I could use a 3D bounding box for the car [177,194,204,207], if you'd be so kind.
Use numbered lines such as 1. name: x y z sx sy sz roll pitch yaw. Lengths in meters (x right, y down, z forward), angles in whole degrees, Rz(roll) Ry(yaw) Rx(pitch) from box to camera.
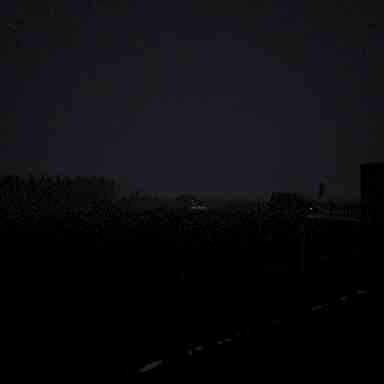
1. car: -0.260 1.118 47.098 2.097 1.767 4.553 -1 1 -35

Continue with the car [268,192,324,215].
1. car: 10.053 1.038 32.600 2.150 2.045 5.566 -1 1 -35

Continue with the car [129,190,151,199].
1. car: -9.518 0.613 60.246 2.150 2.045 5.566 -1 1 -35
